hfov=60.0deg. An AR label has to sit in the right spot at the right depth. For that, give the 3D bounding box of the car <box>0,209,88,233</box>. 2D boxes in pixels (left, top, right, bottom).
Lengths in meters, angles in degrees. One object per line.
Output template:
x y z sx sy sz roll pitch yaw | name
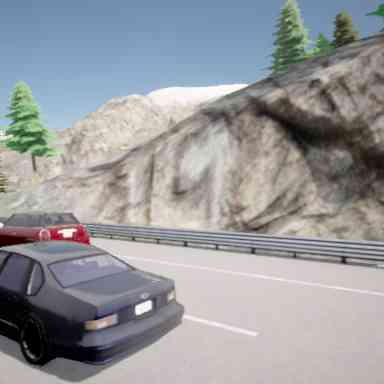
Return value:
-5.943 1.484 12.444 4.553 1.767 2.097 -1 -1 35 | car

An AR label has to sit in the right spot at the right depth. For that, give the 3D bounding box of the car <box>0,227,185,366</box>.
-2.685 1.609 5.888 5.357 1.411 2.033 -1 0 36 | car
